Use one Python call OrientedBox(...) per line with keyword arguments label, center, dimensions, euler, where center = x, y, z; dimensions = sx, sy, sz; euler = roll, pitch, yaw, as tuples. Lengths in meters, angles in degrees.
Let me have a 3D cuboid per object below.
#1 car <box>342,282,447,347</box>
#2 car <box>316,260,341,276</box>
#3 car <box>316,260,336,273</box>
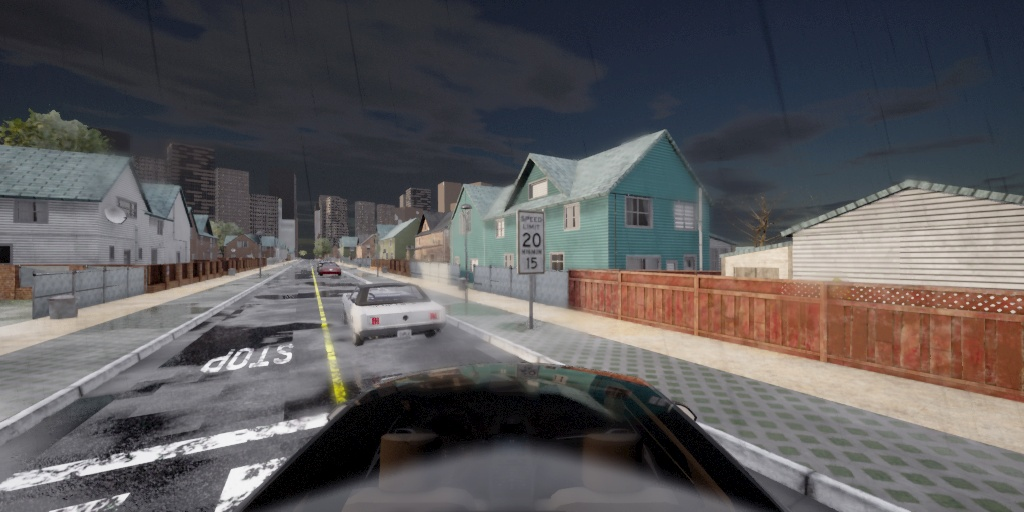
OrientedBox(label="car", center=(-3.370, 1.353, 9.547), dimensions=(1.895, 1.301, 4.718), euler=(0, 0, -29))
OrientedBox(label="car", center=(-18.884, 1.324, 37.117), dimensions=(1.994, 1.385, 4.181), euler=(0, 0, -30))
OrientedBox(label="car", center=(-23.752, 1.255, 45.619), dimensions=(2.128, 1.511, 4.902), euler=(0, 0, -29))
